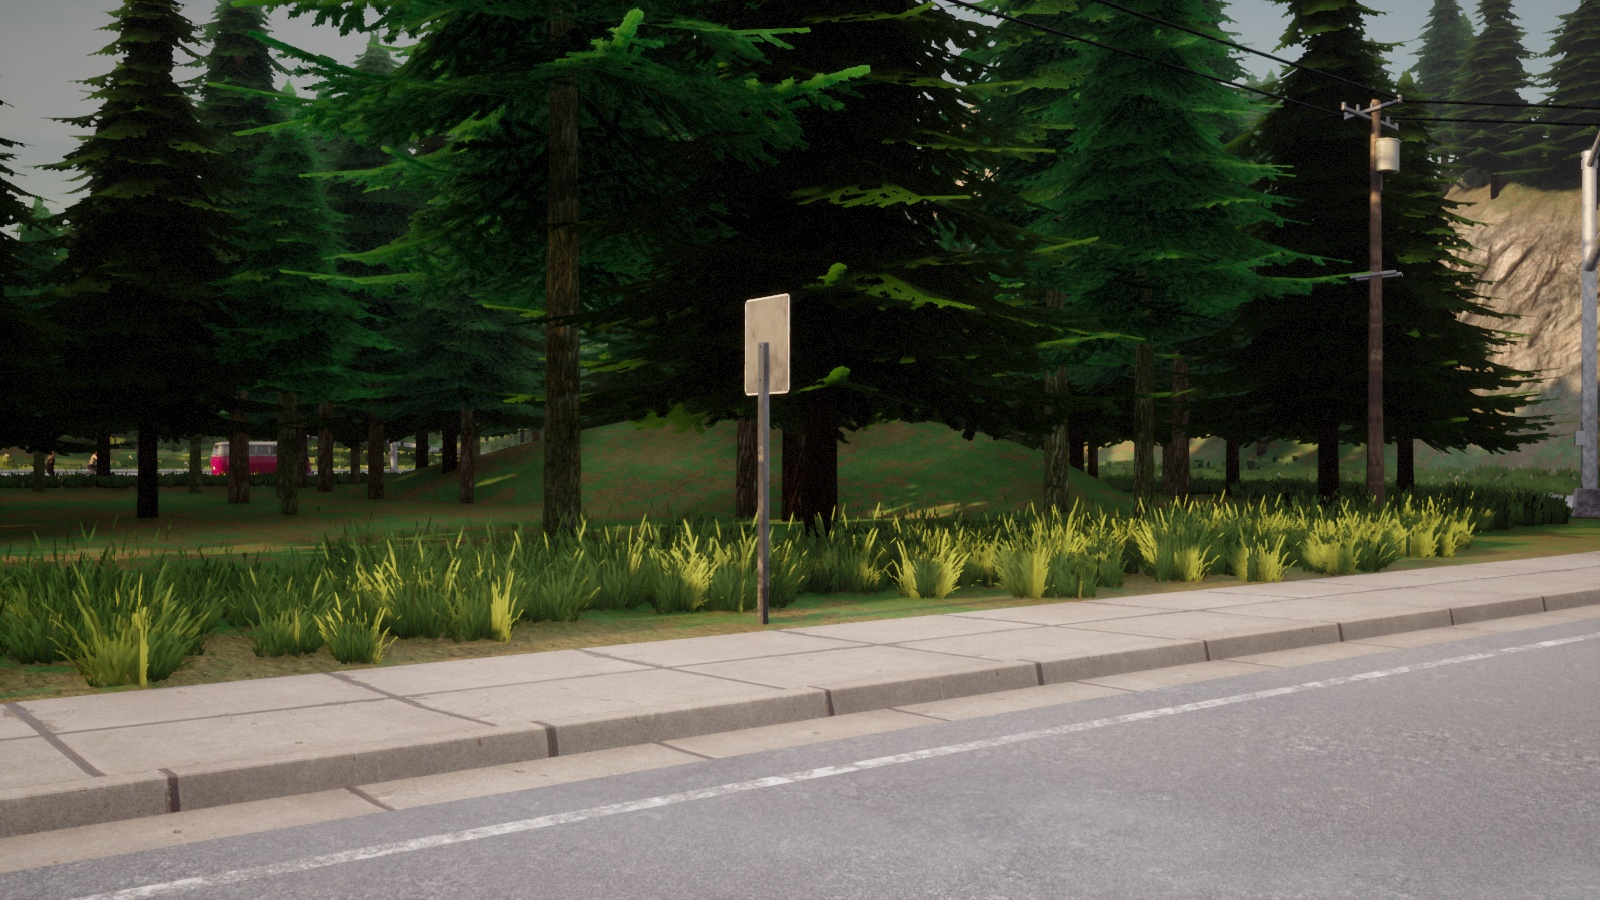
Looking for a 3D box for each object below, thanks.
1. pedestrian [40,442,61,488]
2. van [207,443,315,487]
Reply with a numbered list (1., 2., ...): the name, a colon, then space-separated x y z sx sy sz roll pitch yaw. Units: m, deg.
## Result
1. pedestrian: -30.381 0.596 50.901 0.331 1.846 0.634 0 0 40
2. van: -25.500 0.697 59.442 4.442 1.987 1.775 0 0 -35
